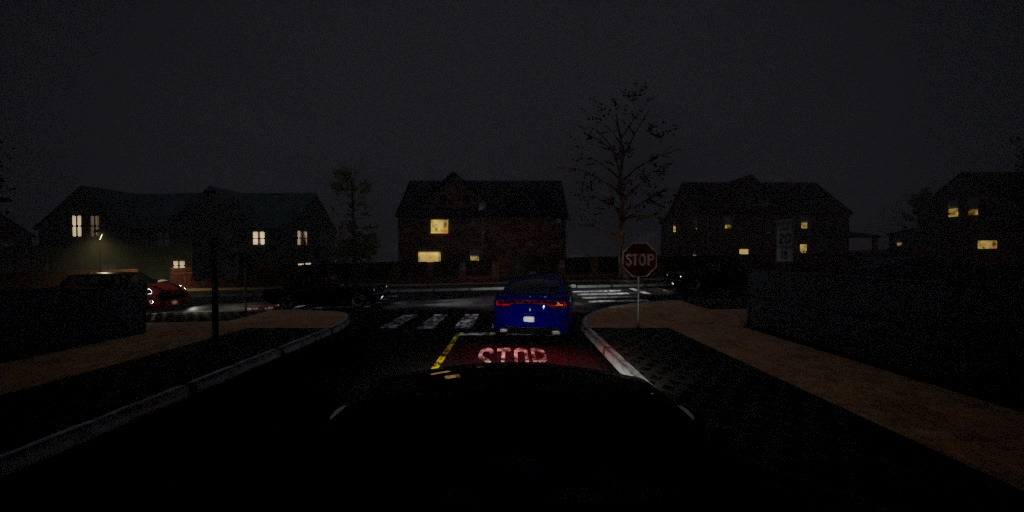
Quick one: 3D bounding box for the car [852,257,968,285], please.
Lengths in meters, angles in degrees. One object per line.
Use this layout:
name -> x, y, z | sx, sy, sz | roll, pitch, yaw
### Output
car -> 20.061, 0.753, 18.413 | 5.357, 1.411, 2.033 | -1, 1, 0

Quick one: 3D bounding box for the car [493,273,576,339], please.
car -> 0.789, 1.226, 10.247 | 1.882, 1.535, 5.008 | 0, 0, 10

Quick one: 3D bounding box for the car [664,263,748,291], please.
car -> 10.415, 1.034, 18.380 | 4.718, 1.301, 1.895 | -1, 1, -1

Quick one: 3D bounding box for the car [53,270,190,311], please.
car -> -16.795, 1.471, 15.452 | 4.553, 1.767, 2.097 | -1, 1, 0

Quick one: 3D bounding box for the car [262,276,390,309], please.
car -> -7.807, 1.506, 15.457 | 4.718, 1.301, 1.895 | -1, 1, 0
